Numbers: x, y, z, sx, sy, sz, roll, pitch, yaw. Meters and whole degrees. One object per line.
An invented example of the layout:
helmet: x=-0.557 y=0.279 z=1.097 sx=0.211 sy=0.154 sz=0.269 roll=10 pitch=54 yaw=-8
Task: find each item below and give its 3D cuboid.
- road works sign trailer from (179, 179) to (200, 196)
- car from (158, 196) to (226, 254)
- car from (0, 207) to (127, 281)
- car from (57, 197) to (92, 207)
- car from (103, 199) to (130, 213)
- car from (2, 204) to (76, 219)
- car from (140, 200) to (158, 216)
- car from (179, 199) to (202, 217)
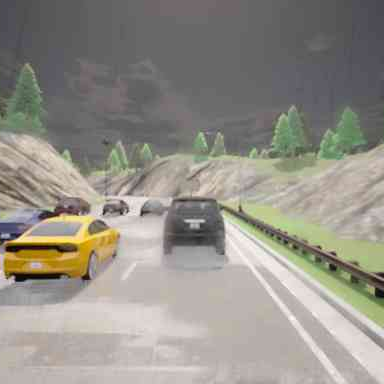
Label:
road works sign trailer: x=-0.308 y=0.301 z=38.547 sx=2.380 sy=3.560 sz=2.880 roll=0 pitch=0 yaw=-1
car: x=0.063 y=1.165 z=13.296 sx=2.150 sy=2.045 sz=5.566 roll=0 pitch=0 yaw=0
car: x=-3.413 y=1.434 z=9.723 sx=1.882 sy=1.535 sz=5.008 roll=0 pitch=0 yaw=0
car: x=-10.614 y=1.219 z=30.025 sx=2.097 sy=1.767 sz=4.553 roll=0 pitch=0 yaw=-1
car: x=-7.143 y=1.389 z=31.408 sx=1.812 sy=1.442 sz=4.674 roll=0 pitch=0 yaw=-1
car: x=-6.967 y=1.460 z=14.694 sx=1.812 sy=1.442 sz=4.674 roll=0 pitch=0 yaw=-1
car: x=-3.623 y=1.431 z=30.949 sx=1.994 sy=1.385 sz=4.181 roll=0 pitch=0 yaw=-1
car: x=-0.124 y=1.433 z=31.028 sx=1.994 sy=1.385 sz=4.181 roll=0 pitch=0 yaw=-1
